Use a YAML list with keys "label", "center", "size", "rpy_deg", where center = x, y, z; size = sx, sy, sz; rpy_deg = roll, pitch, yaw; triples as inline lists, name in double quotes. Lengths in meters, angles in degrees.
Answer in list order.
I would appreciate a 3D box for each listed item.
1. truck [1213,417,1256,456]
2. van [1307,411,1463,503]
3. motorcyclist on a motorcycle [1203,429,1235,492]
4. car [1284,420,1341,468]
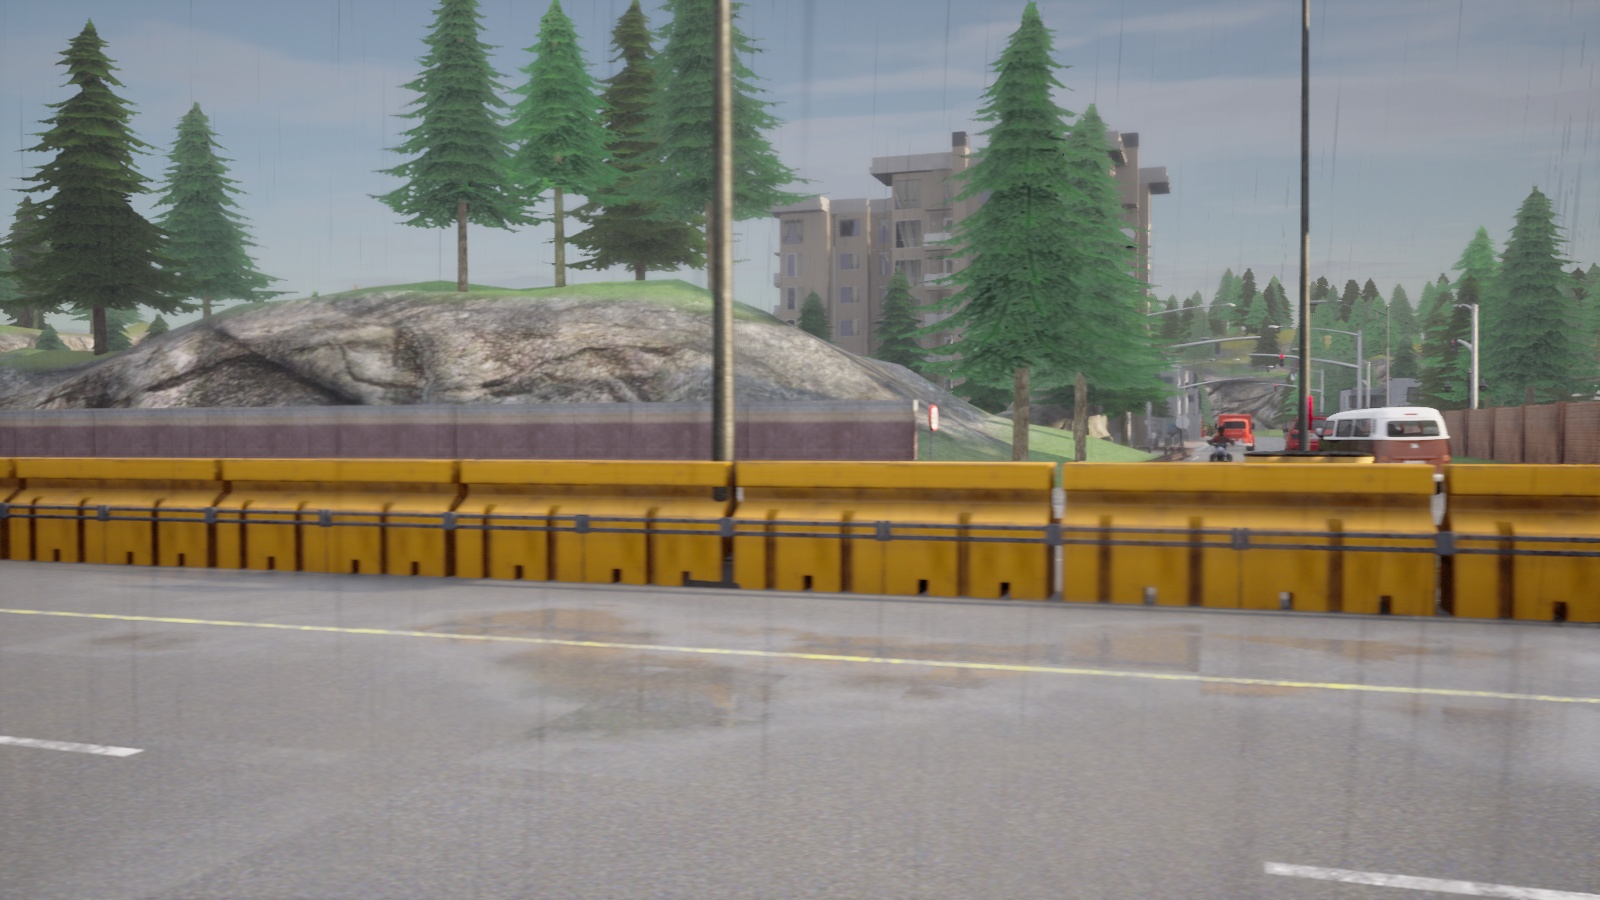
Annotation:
- label: "truck"
  center: [29.036, -0.915, 83.931]
  size: [2.627, 2.467, 5.204]
  rpy_deg: [1, 1, 19]
- label: "van"
  center: [13.964, 0.113, 30.285]
  size: [2.069, 2.038, 4.480]
  rpy_deg: [-1, 1, 6]
- label: "motorcyclist on a motorcycle"
  center: [11.414, 0.254, 34.159]
  size: [0.766, 1.649, 2.350]
  rpy_deg: [1, 1, 19]
- label: "car"
  center: [23.280, -0.302, 57.192]
  size: [2.150, 2.045, 5.566]
  rpy_deg: [1, 1, 20]
